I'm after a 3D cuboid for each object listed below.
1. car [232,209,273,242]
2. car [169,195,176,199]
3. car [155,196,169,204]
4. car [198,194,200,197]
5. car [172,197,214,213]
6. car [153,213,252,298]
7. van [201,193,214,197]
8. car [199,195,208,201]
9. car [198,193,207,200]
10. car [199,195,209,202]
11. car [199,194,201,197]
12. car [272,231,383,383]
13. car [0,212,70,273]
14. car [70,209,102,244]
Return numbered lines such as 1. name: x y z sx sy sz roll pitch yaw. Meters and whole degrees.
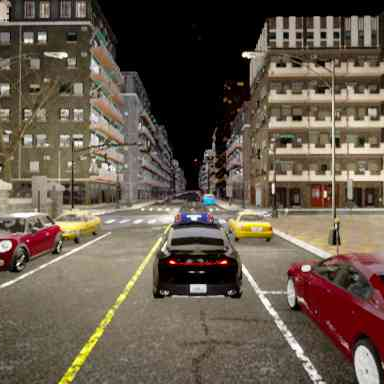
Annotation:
1. car: 2.712 1.521 16.239 1.752 1.417 4.829 1 0 0
2. car: -5.612 1.481 88.151 1.802 1.307 4.206 1 0 0
3. car: -5.635 1.532 59.796 1.802 1.307 4.206 1 0 0
4. car: 2.750 1.508 65.404 1.947 1.339 4.313 1 0 0
5. car: 0.134 1.346 18.717 2.097 1.767 4.553 0 0 1
6. car: 0.109 1.503 8.458 1.837 1.490 4.892 0 0 0
7. van: 2.744 1.300 54.061 1.690 1.788 3.998 1 0 0
8. car: 2.764 1.462 82.416 2.008 1.369 4.403 1 0 0
9. car: 2.771 1.214 88.087 2.192 1.841 5.009 1 0 0
10. car: 2.759 1.473 76.745 2.008 1.369 4.403 1 0 0
11. car: 2.746 1.495 59.734 1.887 1.381 4.507 1 0 0
12. car: 2.703 1.544 4.835 1.887 1.381 4.507 1 0 0
13. car: -5.672 1.438 10.478 1.967 1.590 4.097 1 0 0
14. car: -5.669 1.521 15.922 1.752 1.417 4.829 1 0 0
